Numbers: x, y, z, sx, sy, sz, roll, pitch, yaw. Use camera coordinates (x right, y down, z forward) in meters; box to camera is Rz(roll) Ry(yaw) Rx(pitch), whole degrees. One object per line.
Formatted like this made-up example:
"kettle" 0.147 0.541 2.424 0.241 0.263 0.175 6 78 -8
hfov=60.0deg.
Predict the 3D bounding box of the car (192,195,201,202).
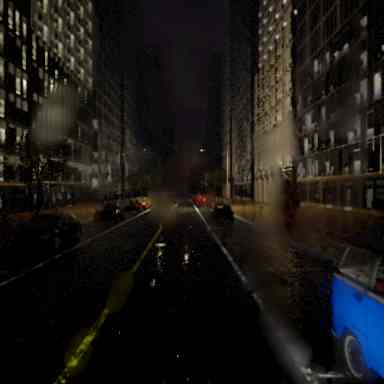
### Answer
"car" 1.074 1.411 76.689 1.967 1.590 4.097 -1 0 -1

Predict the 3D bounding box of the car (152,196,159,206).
"car" -6.817 1.532 53.612 1.752 1.417 4.829 -1 0 -1

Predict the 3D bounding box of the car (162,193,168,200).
"car" -7.303 1.549 76.511 2.008 1.369 4.403 -1 0 -1

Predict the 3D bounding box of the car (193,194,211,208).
"car" 1.676 1.295 48.277 2.192 1.841 5.009 -1 0 -1

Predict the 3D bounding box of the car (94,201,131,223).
"car" -6.217 1.565 25.369 2.008 1.369 4.403 -1 0 -1

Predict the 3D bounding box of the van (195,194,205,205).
"van" 1.435 1.318 59.642 1.690 1.788 3.998 -1 0 -1

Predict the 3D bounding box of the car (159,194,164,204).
"car" -7.062 1.569 65.146 1.947 1.339 4.313 -1 0 -1

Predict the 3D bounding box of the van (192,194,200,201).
"van" 0.952 1.309 82.371 1.690 1.788 3.998 -1 0 -1

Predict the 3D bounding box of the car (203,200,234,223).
"car" 2.162 1.537 25.547 2.008 1.369 4.403 -1 0 -1

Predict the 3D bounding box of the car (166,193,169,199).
"car" -7.545 1.433 87.876 1.967 1.590 4.097 -1 0 -1

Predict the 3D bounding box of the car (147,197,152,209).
"car" -6.580 1.450 42.416 1.967 1.590 4.097 -1 0 -1

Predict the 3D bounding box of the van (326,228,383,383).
"van" 2.642 1.332 2.818 1.690 1.788 3.998 -1 0 -1

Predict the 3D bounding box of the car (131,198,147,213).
"car" -6.458 1.593 36.734 1.802 1.307 4.206 -1 0 -1

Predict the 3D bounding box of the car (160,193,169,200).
"car" -7.668 1.306 93.558 2.192 1.841 5.009 -1 0 -1

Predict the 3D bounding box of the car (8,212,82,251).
"car" -5.976 1.567 14.005 2.008 1.369 4.403 -1 0 -1
